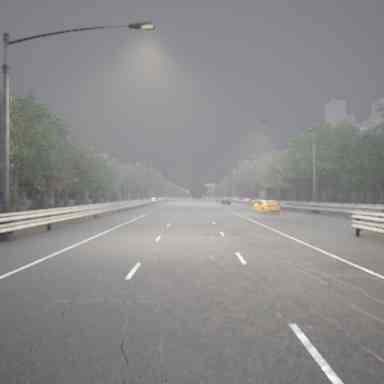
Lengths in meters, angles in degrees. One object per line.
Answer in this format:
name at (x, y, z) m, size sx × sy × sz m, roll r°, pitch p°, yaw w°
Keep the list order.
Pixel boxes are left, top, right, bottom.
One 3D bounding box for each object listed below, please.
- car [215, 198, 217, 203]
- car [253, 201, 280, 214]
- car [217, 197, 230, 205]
car at (7.043, 2.153, 88.443) m, size 2.033 × 1.411 × 5.357 m, roll 0°, pitch -1°, yaw 0°
car at (9.006, 1.805, 40.733) m, size 1.882 × 1.535 × 5.008 m, roll 0°, pitch 0°, yaw -11°
car at (7.009, 1.970, 71.072) m, size 1.882 × 1.535 × 5.008 m, roll 0°, pitch 0°, yaw 0°
